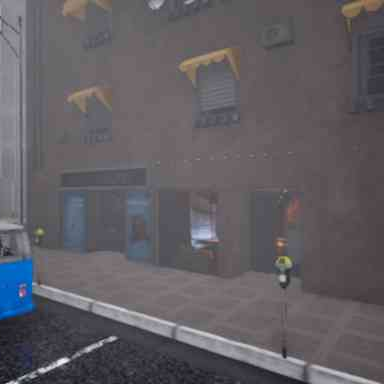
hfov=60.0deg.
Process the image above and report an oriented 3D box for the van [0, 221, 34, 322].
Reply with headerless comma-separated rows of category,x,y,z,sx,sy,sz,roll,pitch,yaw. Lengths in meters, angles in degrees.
van,-4.521,1.348,5.951,3.998,1.788,1.690,0,0,35
